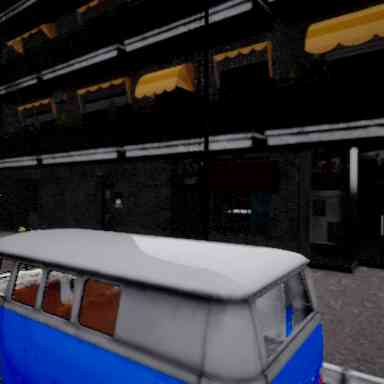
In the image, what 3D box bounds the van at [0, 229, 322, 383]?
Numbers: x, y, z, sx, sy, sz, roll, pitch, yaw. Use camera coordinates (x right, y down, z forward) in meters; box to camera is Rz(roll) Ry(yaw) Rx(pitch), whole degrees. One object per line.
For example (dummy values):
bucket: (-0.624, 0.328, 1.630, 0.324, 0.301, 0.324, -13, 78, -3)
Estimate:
van: (-0.762, 1.354, 3.404, 3.998, 1.788, 1.690, 0, 0, 35)
